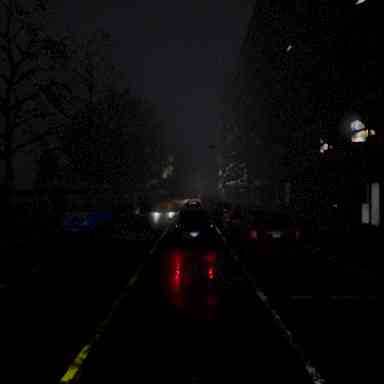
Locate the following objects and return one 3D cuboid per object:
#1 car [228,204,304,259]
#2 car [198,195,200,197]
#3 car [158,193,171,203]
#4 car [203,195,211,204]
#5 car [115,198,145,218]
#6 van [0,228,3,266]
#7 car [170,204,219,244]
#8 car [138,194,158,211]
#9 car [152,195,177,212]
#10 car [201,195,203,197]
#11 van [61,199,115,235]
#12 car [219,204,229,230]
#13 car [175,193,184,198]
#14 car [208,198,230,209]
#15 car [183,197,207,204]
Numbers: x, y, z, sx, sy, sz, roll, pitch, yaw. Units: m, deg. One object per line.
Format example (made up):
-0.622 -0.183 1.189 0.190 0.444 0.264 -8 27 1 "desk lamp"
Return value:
2.690 1.419 12.521 1.967 1.590 4.097 0 0 0 "car"
2.685 1.486 68.826 1.947 1.339 4.313 0 0 0 "car"
-5.695 1.235 68.825 2.192 1.841 5.009 0 0 0 "car"
2.687 1.379 40.672 1.967 1.590 4.097 0 0 0 "car"
-5.692 1.518 29.411 1.947 1.339 4.313 0 0 0 "car"
-5.690 1.329 6.889 1.690 1.788 3.998 0 0 0 "van"
0.092 1.500 15.580 1.812 1.442 4.674 0 0 0 "car"
-5.693 1.253 40.671 2.192 1.841 5.009 0 0 0 "car"
-3.099 1.419 38.001 1.882 1.535 5.008 0 0 0 "car"
2.687 1.454 52.103 1.752 1.417 4.829 0 0 0 "car"
-5.691 1.311 18.150 1.690 1.788 3.998 0 0 0 "van"
2.689 1.552 18.152 1.802 1.307 4.206 0 0 0 "car"
-3.006 0.887 79.360 2.097 1.767 4.553 0 0 0 "car"
2.688 1.518 29.413 1.947 1.339 4.313 0 0 0 "car"
0.091 1.512 32.170 1.994 1.385 4.181 0 0 0 "car"
